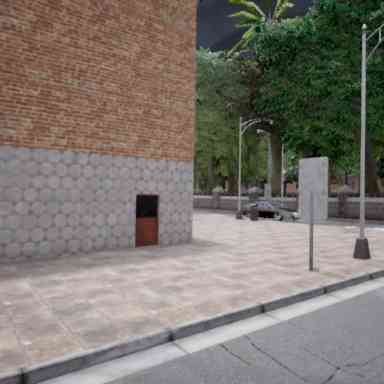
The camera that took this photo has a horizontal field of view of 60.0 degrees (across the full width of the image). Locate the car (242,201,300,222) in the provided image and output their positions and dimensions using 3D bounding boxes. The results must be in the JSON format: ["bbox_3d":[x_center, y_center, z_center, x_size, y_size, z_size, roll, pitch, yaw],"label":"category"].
[{"bbox_3d":[5.978,1.463,25.542,2.128,1.511,4.902,2,-1,-36],"label":"car"}]
